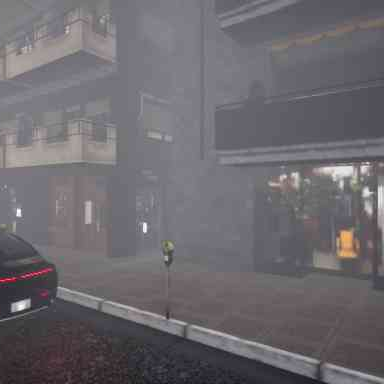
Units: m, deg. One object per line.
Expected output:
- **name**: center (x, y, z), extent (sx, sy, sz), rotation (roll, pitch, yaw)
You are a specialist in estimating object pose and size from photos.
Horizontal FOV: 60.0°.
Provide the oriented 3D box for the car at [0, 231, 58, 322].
- **car**: center (-4.610, 1.505, 6.543), extent (4.892, 1.490, 1.837), rotation (0, 0, 35)
